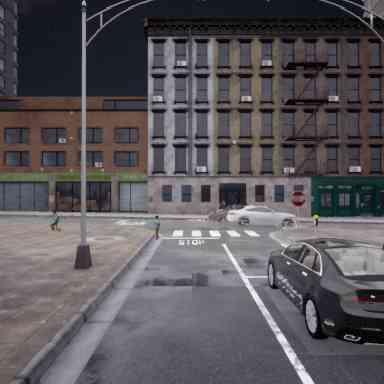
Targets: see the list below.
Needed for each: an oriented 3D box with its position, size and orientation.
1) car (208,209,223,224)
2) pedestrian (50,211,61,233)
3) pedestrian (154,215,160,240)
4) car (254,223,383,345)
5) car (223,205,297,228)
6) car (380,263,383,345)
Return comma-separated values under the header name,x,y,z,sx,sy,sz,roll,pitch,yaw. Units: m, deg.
name,x,y,z,sx,sy,sz,roll,pitch,yaw
car,3.307,1.677,25.461,4.181,1.385,1.994,1,0,0
pedestrian,-6.662,1.449,16.259,0.500,1.100,0.500,0,0,0
pedestrian,-1.648,1.676,15.660,0.500,1.100,0.500,0,0,0
car,2.638,1.552,6.349,2.008,1.369,4.403,0,0,0
car,4.696,1.641,22.510,4.674,1.442,1.812,1,-1,0
car,2.644,1.440,0.845,1.967,1.590,4.097,0,0,0
